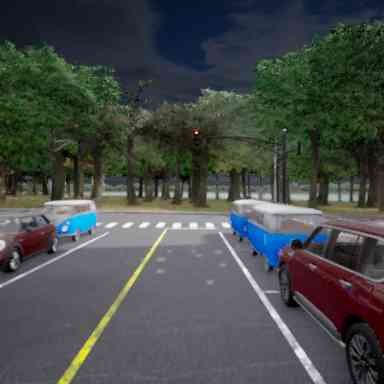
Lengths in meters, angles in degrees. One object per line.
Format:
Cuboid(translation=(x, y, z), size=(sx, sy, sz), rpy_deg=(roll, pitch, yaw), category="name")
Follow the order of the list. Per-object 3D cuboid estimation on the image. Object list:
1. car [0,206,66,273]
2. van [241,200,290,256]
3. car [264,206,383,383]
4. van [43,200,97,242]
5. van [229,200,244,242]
Cuboid(translation=(-5.767, 1.405, 10.338), size=(1.967, 1.590, 4.097), rpy_deg=(0, 0, 0), category="car")
Cuboid(translation=(2.758, 1.305, 10.340), size=(1.690, 1.788, 3.998), rpy_deg=(0, 0, 0), category="van")
Cuboid(translation=(2.760, 1.298, 4.903), size=(2.192, 1.841, 5.009), rpy_deg=(0, 0, 0), category="car")
Cuboid(translation=(-5.768, 1.287, 15.776), size=(1.690, 1.788, 3.998), rpy_deg=(0, 0, 0), category="van")
Cuboid(translation=(2.757, 1.287, 15.778), size=(1.690, 1.788, 3.998), rpy_deg=(0, 0, 0), category="van")
